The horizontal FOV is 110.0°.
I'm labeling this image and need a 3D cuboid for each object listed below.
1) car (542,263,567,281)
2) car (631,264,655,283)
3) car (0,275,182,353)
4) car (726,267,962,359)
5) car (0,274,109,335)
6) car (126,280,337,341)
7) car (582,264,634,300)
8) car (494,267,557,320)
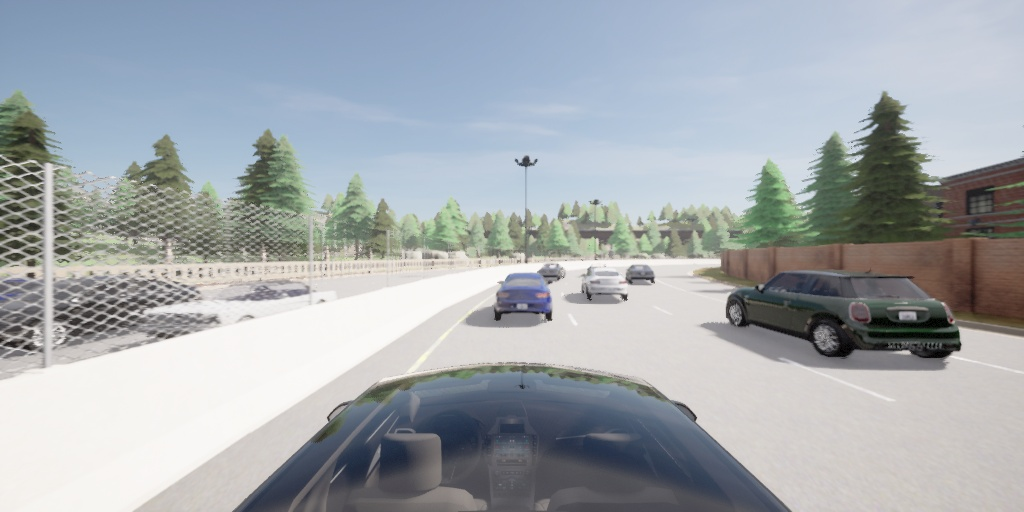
[{"bbox_3d":[3.517,1.322,30.921,2.033,1.411,5.357,0,0,15],"label":"car"},{"bbox_3d":[9.932,1.320,27.897,2.033,1.411,5.357,0,0,14],"label":"car"},{"bbox_3d":[-10.403,1.262,8.930,1.837,1.490,4.892,0,-1,2],"label":"car"},{"bbox_3d":[7.245,1.108,8.624,2.097,1.767,4.553,0,0,2],"label":"car"},{"bbox_3d":[-13.896,1.281,9.172,1.812,1.442,4.674,0,0,3],"label":"car"},{"bbox_3d":[-6.876,1.357,9.734,1.895,1.301,4.718,0,0,3],"label":"car"},{"bbox_3d":[4.487,1.290,17.684,1.812,1.442,4.674,0,0,7],"label":"car"},{"bbox_3d":[0.455,1.285,12.575,1.812,1.442,4.674,0,0,4],"label":"car"}]
